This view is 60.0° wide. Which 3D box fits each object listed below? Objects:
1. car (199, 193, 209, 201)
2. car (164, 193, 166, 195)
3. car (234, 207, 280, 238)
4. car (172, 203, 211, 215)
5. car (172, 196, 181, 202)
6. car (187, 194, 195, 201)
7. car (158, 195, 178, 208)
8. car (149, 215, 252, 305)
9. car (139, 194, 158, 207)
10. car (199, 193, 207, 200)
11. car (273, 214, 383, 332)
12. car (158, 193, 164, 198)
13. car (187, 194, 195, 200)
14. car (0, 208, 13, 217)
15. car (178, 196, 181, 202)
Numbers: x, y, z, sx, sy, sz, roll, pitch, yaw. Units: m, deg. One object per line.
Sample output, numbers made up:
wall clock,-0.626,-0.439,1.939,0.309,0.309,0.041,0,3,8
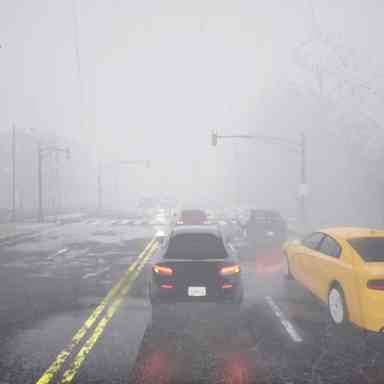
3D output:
car,3.003,1.504,78.987,2.033,1.411,5.357,0,0,0
car,-6.726,1.201,73.320,2.150,2.045,5.566,0,0,0
car,3.301,1.501,16.434,1.837,1.490,4.892,0,0,0
car,0.013,1.522,17.038,1.812,1.442,4.674,0,0,-2
car,-3.484,1.570,75.138,1.895,1.301,4.718,0,0,0
car,-0.248,1.560,79.423,1.895,1.301,4.718,0,0,0
car,-3.490,1.512,49.170,1.812,1.442,4.674,0,0,0
car,0.076,1.524,7.958,1.812,1.442,4.674,0,0,0
car,-6.742,1.464,49.836,1.882,1.535,5.008,0,0,0
car,2.972,1.154,89.375,2.097,1.767,4.553,0,0,0
car,3.330,1.476,6.977,1.882,1.535,5.008,0,0,0
car,-6.757,1.459,60.223,1.882,1.535,5.008,0,1,0
car,-0.278,1.277,89.395,1.882,1.535,5.008,0,0,0
car,-19.788,1.763,31.200,5.357,1.411,2.033,-1,1,0
car,-3.509,1.507,61.087,1.812,1.442,4.674,0,1,0
